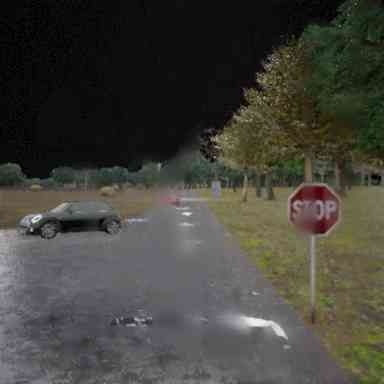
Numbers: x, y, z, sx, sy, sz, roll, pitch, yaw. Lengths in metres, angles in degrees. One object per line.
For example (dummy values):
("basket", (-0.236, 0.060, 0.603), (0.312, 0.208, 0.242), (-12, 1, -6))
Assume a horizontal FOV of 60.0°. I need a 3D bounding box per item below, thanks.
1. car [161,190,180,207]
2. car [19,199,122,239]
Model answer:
("car", (-2.688, 0.824, 42.021), (2.150, 2.045, 5.566), (0, 1, 0))
("car", (-5.799, 1.217, 16.203), (4.553, 1.767, 2.097), (2, -3, -41))
